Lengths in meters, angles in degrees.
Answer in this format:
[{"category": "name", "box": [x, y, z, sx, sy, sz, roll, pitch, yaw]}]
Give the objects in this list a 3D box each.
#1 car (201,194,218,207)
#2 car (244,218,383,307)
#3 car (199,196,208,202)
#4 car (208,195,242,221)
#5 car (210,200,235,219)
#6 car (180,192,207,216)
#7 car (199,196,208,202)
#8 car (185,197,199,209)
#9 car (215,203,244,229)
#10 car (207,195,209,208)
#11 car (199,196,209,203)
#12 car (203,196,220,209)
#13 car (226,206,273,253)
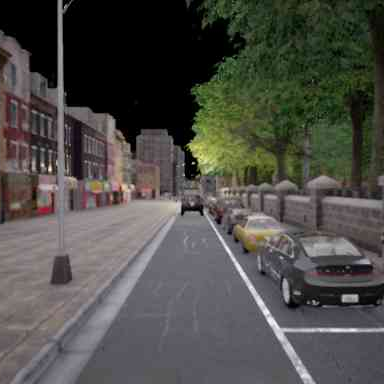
[{"category": "car", "box": [2.634, 1.307, 51.323, 2.192, 1.841, 5.009, -1, 0, 0]}, {"category": "car", "box": [2.628, 1.533, 7.721, 2.008, 1.369, 4.403, -1, 0, 0]}, {"category": "car", "box": [2.698, 1.602, 78.285, 1.752, 1.417, 4.829, -1, 0, 0]}, {"category": "car", "box": [2.627, 1.282, 24.071, 2.192, 1.841, 5.009, -1, 0, 0]}, {"category": "car", "box": [2.633, 1.493, 29.691, 1.752, 1.417, 4.829, -1, 0, 0]}, {"category": "car", "box": [0.012, 1.192, 32.535, 2.150, 2.045, 5.566, 0, 0, 0]}, {"category": "car", "box": [2.675, 1.635, 80.259, 2.008, 1.369, 4.403, -1, 0, 0]}, {"category": "car", "box": [0.056, 1.486, 46.667, 1.837, 1.490, 4.892, 0, -1, 1]}, {"category": "car", "box": [2.630, 1.519, 18.622, 2.008, 1.369, 4.403, -1, 0, 0]}, {"category": "car", "box": [2.633, 1.410, 34.972, 1.967, 1.590, 4.097, -1, 0, 0]}, {"category": "car", "box": [2.645, 1.607, 73.124, 2.008, 1.369, 4.403, -1, 0, 0]}, {"category": "car", "box": [2.635, 1.422, 45.873, 1.967, 1.590, 4.097, -1, 0, 0]}, {"category": "car", "box": [2.629, 1.499, 13.340, 1.752, 1.417, 4.829, -1, 0, 0]}]
